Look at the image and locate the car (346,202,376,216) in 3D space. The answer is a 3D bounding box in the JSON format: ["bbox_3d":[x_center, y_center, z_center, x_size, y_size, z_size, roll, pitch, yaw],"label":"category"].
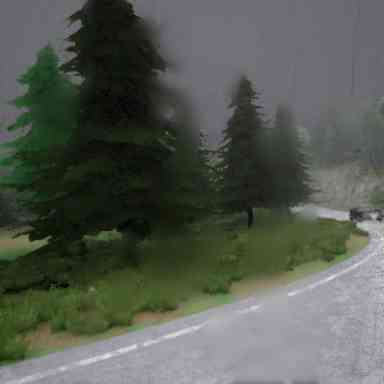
[{"bbox_3d":[21.301,2.147,42.112,1.882,1.535,5.008,-4,-2,9],"label":"car"}]

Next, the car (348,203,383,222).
[{"bbox_3d":[16.056,2.023,30.892,2.128,1.511,4.902,-4,-2,11],"label":"car"}]
